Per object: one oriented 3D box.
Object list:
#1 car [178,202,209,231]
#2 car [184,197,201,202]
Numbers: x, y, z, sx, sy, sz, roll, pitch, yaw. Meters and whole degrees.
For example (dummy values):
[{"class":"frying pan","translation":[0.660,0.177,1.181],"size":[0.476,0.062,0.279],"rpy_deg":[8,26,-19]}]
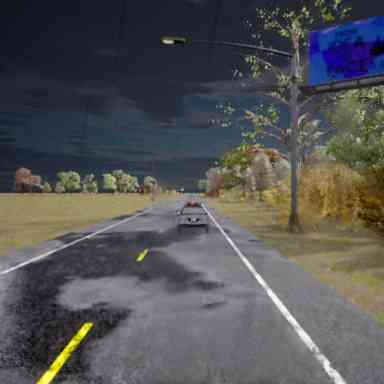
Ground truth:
[{"class":"car","translation":[0.097,1.553,20.579],"size":[2.033,1.411,5.357],"rpy_deg":[0,0,0]},{"class":"car","translation":[0.094,1.361,42.501],"size":[2.097,1.767,4.553],"rpy_deg":[0,0,0]}]
